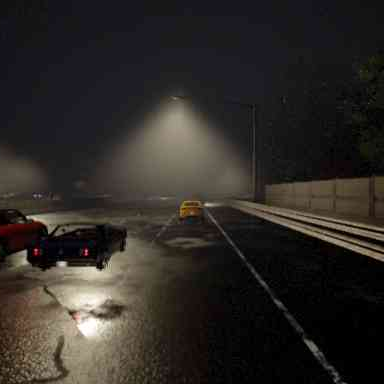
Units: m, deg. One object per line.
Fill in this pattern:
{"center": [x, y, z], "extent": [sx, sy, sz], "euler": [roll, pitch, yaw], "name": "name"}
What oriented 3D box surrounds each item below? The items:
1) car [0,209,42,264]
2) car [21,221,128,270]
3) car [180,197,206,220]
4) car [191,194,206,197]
{"center": [-6.901, 1.355, 11.789], "extent": [2.097, 1.767, 4.553], "euler": [0, 0, 0], "name": "car"}
{"center": [-3.402, 1.604, 10.938], "extent": [1.895, 1.301, 4.718], "euler": [0, 0, 0], "name": "car"}
{"center": [-0.005, 1.500, 28.475], "extent": [1.882, 1.535, 5.008], "euler": [0, 0, 0], "name": "car"}
{"center": [1.041, 1.285, 57.135], "extent": [2.150, 2.045, 5.566], "euler": [0, 0, 9], "name": "car"}
